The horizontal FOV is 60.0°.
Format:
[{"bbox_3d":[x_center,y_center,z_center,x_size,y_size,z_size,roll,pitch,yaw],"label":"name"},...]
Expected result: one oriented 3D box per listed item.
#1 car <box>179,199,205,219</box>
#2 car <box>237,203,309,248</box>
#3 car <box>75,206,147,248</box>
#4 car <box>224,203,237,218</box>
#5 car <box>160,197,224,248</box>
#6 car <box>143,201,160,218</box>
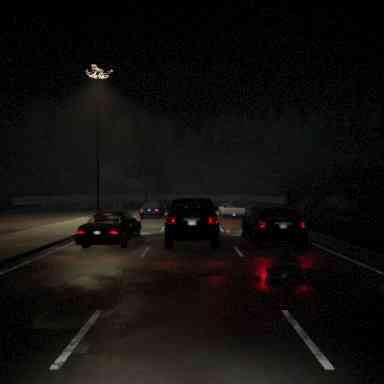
[{"bbox_3d":[0.012,1.493,30.075,2.128,1.511,4.902,0,0,0],"label":"car"},{"bbox_3d":[3.503,1.350,14.865,2.097,1.767,4.553,0,0,0],"label":"car"},{"bbox_3d":[-3.499,1.547,14.770,2.033,1.411,5.357,0,0,0],"label":"car"},{"bbox_3d":[3.505,1.601,29.877,1.895,1.301,4.718,0,0,0],"label":"car"},{"bbox_3d":[0.001,1.216,14.802,2.150,2.045,5.566,0,0,0],"label":"car"},{"bbox_3d":[-3.497,1.547,29.767,2.033,1.411,5.357,0,0,0],"label":"car"}]
